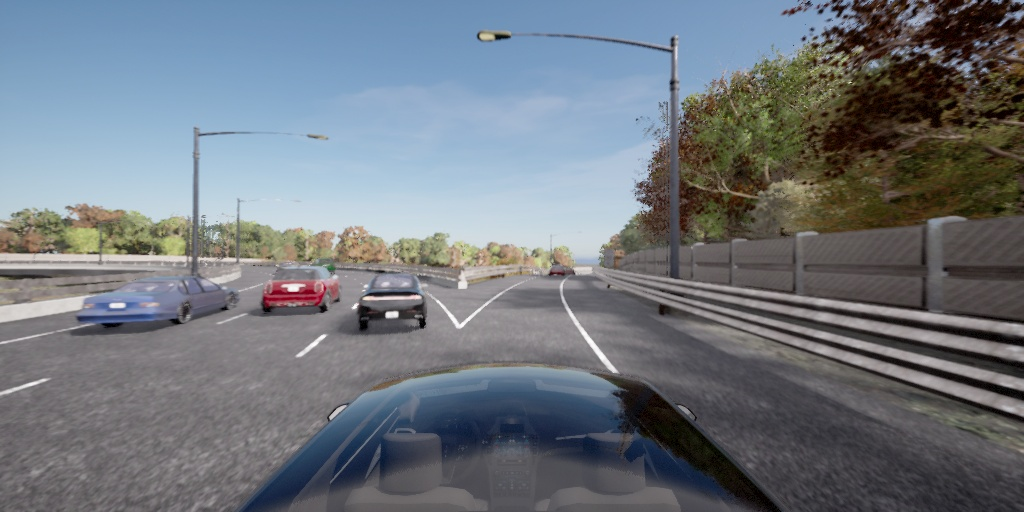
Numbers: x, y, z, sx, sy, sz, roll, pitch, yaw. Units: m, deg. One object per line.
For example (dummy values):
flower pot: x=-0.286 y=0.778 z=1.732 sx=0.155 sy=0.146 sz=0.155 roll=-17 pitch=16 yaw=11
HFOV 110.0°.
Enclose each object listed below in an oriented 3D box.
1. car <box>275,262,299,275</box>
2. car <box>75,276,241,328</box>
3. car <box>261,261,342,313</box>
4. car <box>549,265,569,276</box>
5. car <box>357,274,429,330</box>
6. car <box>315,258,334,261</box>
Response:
car: x=-28.471 y=1.583 z=45.387 sx=2.128 sy=1.511 sz=4.902 roll=1 pitch=-1 yaw=-37
car: x=-11.014 y=1.360 z=11.746 sx=2.033 sy=1.411 sz=5.357 roll=0 pitch=-1 yaw=-17
car: x=-8.362 y=1.202 z=14.667 sx=2.097 sy=1.767 sz=4.553 roll=0 pitch=-1 yaw=-18
car: x=6.101 y=1.895 z=47.672 sx=1.994 sy=1.385 sz=4.181 roll=0 pitch=-2 yaw=12
car: x=-3.748 y=1.328 z=11.591 sx=2.128 sy=1.511 sz=4.902 roll=0 pitch=-1 yaw=-16
car: x=-23.378 y=1.321 z=44.423 sx=2.150 sy=2.045 sz=5.566 roll=1 pitch=-1 yaw=-36
